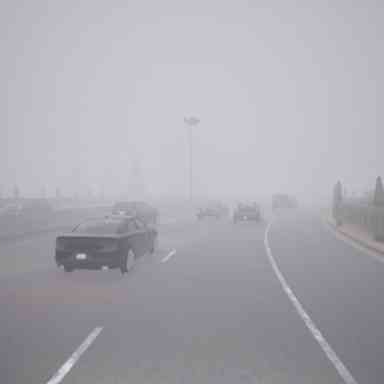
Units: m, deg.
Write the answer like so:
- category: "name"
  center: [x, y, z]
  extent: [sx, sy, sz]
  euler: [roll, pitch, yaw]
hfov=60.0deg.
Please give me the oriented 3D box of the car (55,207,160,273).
- category: "car"
  center: [-2.462, 1.467, 10.801]
  extent: [1.882, 1.535, 5.008]
  euler: [0, 0, 7]

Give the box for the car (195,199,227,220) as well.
- category: "car"
  center: [1.894, 1.557, 28.731]
  extent: [2.033, 1.411, 5.357]
  euler: [0, 0, 20]

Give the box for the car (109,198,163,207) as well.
- category: "car"
  center: [-3.743, 1.348, 22.068]
  extent: [2.097, 1.767, 4.553]
  euler: [0, 0, 14]

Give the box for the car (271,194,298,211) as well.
- category: "car"
  center: [11.430, 1.262, 40.930]
  extent: [2.150, 2.045, 5.566]
  euler: [0, 0, 29]

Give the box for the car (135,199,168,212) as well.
- category: "car"
  center: [-4.839, 1.571, 40.205]
  extent: [1.812, 1.442, 4.674]
  euler: [0, 0, 25]

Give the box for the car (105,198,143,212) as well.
- category: "car"
  center: [-8.289, 1.540, 41.022]
  extent: [2.128, 1.511, 4.902]
  euler: [0, 0, 25]

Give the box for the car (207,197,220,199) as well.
- category: "car"
  center: [4.014, 1.691, 67.139]
  extent: [1.882, 1.535, 5.008]
  euler: [-1, -1, 40]

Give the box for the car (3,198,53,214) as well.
- category: "car"
  center: [-15.608, 1.363, 31.840]
  extent: [2.097, 1.767, 4.553]
  euler: [0, 0, 19]

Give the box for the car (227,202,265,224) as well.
- category: "car"
  center: [4.256, 1.496, 24.592]
  extent: [2.128, 1.511, 4.902]
  euler: [0, 0, 17]
